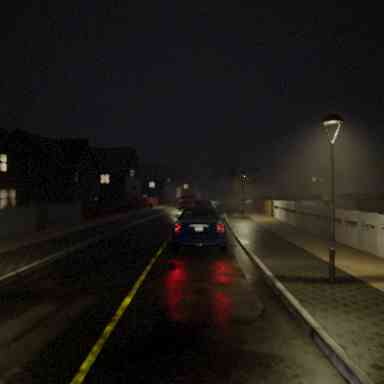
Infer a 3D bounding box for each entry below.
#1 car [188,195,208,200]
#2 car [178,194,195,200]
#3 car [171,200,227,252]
[{"bbox_3d":[1.141,1.425,29.139,2.097,1.767,4.553,0,0,5],"label":"car"},{"bbox_3d":[-0.457,1.328,43.226,2.150,2.045,5.566,0,0,7],"label":"car"},{"bbox_3d":[0.328,1.381,14.269,2.097,1.767,4.553,0,0,2],"label":"car"}]
